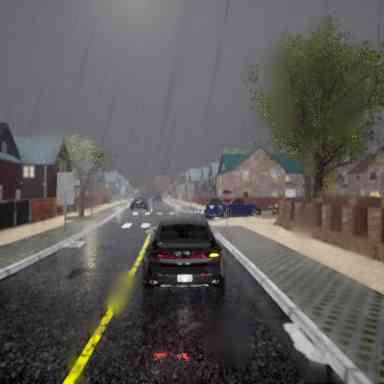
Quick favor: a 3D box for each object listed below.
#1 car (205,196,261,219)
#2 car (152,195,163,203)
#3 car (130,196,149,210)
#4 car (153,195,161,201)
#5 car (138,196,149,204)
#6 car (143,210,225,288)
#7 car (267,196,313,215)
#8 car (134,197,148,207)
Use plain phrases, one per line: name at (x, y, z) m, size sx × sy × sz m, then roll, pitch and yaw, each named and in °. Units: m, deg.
car at (3.236, 1.178, 25.878) m, size 4.553 × 1.767 × 2.097 m, roll 0°, pitch -1°, yaw -35°
car at (-7.191, 1.430, 69.422) m, size 1.837 × 1.490 × 4.892 m, roll 0°, pitch 0°, yaw -7°
car at (-6.432, 1.434, 40.569) m, size 1.994 × 1.385 × 4.181 m, roll 0°, pitch 0°, yaw -7°
car at (-8.493, 1.478, 79.787) m, size 1.895 × 1.301 × 4.718 m, roll 0°, pitch 0°, yaw -7°
car at (-9.414, 1.464, 64.936) m, size 2.033 × 1.411 × 5.357 m, roll 0°, pitch 0°, yaw -7°
car at (-0.244, 1.459, 9.069) m, size 1.837 × 1.490 × 4.892 m, roll 0°, pitch 0°, yaw -2°
car at (9.170, 1.181, 30.145) m, size 4.553 × 1.767 × 2.097 m, roll 0°, pitch -1°, yaw -9°
car at (-7.665, 1.442, 50.369) m, size 1.994 × 1.385 × 4.181 m, roll 0°, pitch 0°, yaw -8°
